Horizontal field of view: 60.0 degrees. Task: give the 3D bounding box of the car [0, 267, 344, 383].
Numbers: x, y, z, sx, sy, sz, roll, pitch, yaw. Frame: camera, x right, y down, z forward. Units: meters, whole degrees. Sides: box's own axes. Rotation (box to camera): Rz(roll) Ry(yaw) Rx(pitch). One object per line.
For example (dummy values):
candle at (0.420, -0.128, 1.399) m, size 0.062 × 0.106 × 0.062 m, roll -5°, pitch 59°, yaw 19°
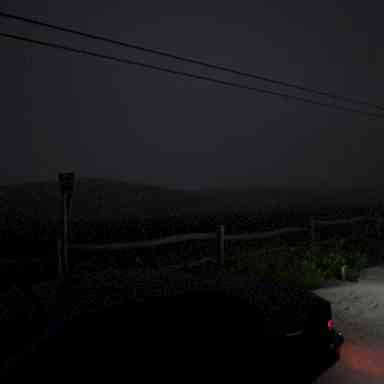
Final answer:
car at (-0.875, 1.530, 3.038) m, size 5.357 × 1.411 × 2.033 m, roll -1°, pitch 1°, yaw -33°
